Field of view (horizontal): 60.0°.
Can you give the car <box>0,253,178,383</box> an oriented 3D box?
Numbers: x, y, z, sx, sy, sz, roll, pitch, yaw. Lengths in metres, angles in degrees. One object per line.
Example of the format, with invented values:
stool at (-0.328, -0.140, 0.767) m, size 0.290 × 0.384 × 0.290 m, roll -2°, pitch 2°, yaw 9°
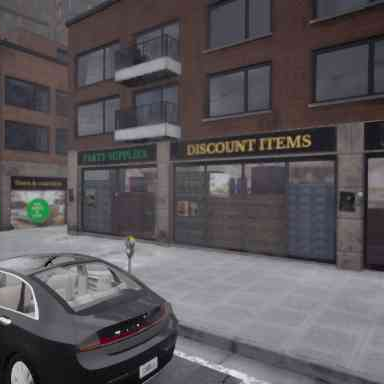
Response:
car at (-2.215, 1.550, 4.664) m, size 4.403 × 1.369 × 2.008 m, roll 0°, pitch 1°, yaw 36°
